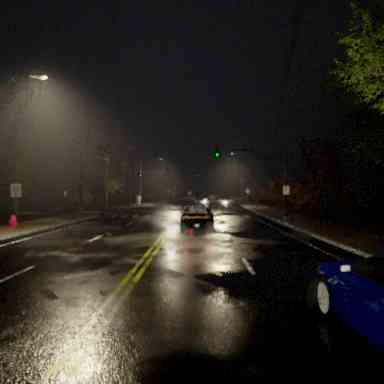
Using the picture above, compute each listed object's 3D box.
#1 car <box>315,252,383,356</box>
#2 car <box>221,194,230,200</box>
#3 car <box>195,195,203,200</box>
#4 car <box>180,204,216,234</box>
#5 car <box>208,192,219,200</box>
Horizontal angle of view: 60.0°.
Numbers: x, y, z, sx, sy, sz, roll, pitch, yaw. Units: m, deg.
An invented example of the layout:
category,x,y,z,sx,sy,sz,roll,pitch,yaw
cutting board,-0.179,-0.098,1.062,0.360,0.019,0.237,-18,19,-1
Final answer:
category,x,y,z,sx,sy,sz,roll,pitch,yaw
car,3.265,1.482,4.394,1.882,1.535,5.008,0,0,0
car,8.884,1.238,87.975,2.097,1.767,4.553,0,0,7
car,1.826,1.441,83.850,2.033,1.411,5.357,0,0,6
car,0.336,1.499,19.344,2.128,1.511,4.902,0,0,2
car,5.563,1.111,87.603,2.150,2.045,5.566,0,0,7
